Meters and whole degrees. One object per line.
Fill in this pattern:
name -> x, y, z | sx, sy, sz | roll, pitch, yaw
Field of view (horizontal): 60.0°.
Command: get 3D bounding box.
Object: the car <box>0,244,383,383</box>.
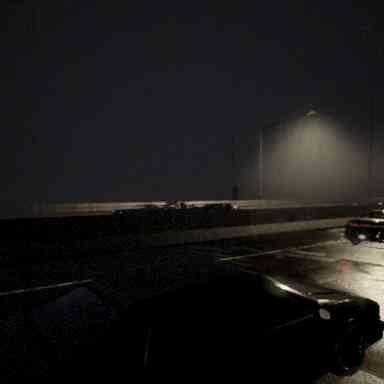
car -> 0.087, 1.548, 3.810 | 5.357, 1.411, 2.033 | 0, 0, -36

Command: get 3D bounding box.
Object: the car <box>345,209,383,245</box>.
car -> 8.447, 1.495, 14.076 | 4.902, 1.511, 2.128 | 0, 0, -36

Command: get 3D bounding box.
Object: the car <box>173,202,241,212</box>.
car -> 1.494, 1.519, 22.139 | 4.892, 1.490, 1.837 | 1, 0, -35

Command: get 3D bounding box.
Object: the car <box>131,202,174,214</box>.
car -> -1.530, 1.497, 24.297 | 4.902, 1.511, 2.128 | 0, 0, -35

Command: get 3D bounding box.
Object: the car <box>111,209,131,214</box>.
car -> -4.018, 1.605, 26.828 | 4.718, 1.301, 1.895 | 0, 0, -35
